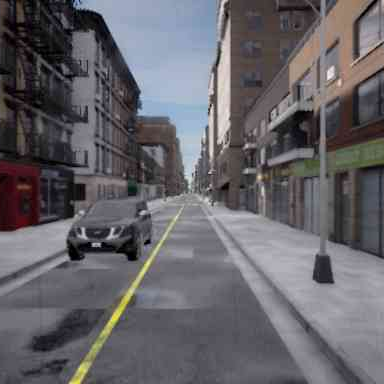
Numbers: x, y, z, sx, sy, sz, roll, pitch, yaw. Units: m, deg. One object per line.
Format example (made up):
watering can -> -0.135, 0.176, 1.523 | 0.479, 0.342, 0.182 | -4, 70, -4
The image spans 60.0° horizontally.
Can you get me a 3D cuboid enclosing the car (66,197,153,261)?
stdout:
car -> -2.802, 1.224, 12.593 | 2.150, 2.045, 5.566 | 0, 0, 0
